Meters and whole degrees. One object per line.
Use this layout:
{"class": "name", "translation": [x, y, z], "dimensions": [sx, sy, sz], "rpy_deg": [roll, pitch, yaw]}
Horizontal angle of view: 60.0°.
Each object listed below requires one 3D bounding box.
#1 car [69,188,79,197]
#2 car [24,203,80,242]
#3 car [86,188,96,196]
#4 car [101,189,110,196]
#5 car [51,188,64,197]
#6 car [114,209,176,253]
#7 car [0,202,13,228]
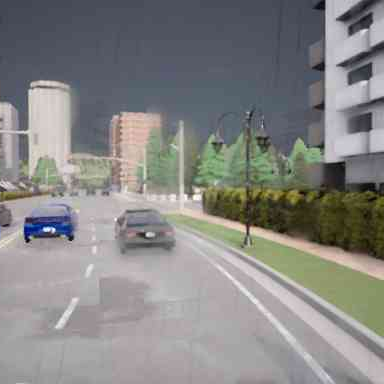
{"class": "car", "translation": [-26.690, 0.419, 75.339], "dimensions": [2.033, 1.411, 5.357], "rpy_deg": [0, 1, -16]}
{"class": "car", "translation": [-6.257, 1.252, 15.157], "dimensions": [1.882, 1.535, 5.008], "rpy_deg": [0, 1, -16]}
{"class": "car", "translation": [-25.130, -0.025, 82.786], "dimensions": [2.150, 2.045, 5.566], "rpy_deg": [0, 1, -16]}
{"class": "car", "translation": [-21.748, 0.229, 83.697], "dimensions": [1.837, 1.490, 4.892], "rpy_deg": [0, 1, -16]}
{"class": "car", "translation": [-30.055, 0.127, 74.368], "dimensions": [2.150, 2.045, 5.566], "rpy_deg": [0, 1, -16]}
{"class": "car", "translation": [-1.955, 1.349, 12.855], "dimensions": [2.033, 1.411, 5.357], "rpy_deg": [0, 1, -15]}
{"class": "car", "translation": [-10.521, 1.250, 16.827], "dimensions": [2.128, 1.511, 4.902], "rpy_deg": [0, 1, -16]}
